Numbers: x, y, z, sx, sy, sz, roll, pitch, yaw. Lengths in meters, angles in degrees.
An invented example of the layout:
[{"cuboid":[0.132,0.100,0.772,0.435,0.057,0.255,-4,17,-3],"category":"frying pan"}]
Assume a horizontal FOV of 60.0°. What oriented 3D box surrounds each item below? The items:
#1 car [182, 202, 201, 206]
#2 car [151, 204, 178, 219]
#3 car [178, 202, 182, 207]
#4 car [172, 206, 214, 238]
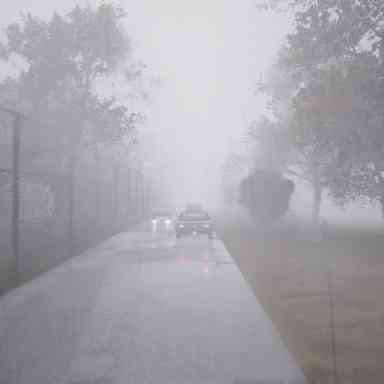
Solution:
[{"cuboid":[0.190,1.854,36.268,1.837,1.490,4.892,0,-1,0],"category":"car"},{"cuboid":[-2.776,1.826,32.305,2.033,1.411,5.357,0,-1,0],"category":"car"},{"cuboid":[-2.378,2.911,72.944,1.895,1.301,4.718,0,-2,1],"category":"car"},{"cuboid":[0.120,1.691,18.267,1.895,1.301,4.718,0,0,0],"category":"car"}]
